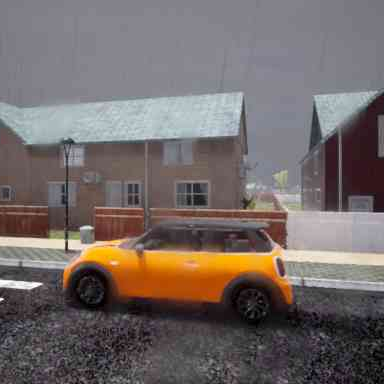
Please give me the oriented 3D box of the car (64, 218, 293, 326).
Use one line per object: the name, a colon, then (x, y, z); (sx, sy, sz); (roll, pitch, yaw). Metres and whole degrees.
car: (-0.301, 1.347, 6.929); (4.553, 1.767, 2.097); (0, 0, 13)
